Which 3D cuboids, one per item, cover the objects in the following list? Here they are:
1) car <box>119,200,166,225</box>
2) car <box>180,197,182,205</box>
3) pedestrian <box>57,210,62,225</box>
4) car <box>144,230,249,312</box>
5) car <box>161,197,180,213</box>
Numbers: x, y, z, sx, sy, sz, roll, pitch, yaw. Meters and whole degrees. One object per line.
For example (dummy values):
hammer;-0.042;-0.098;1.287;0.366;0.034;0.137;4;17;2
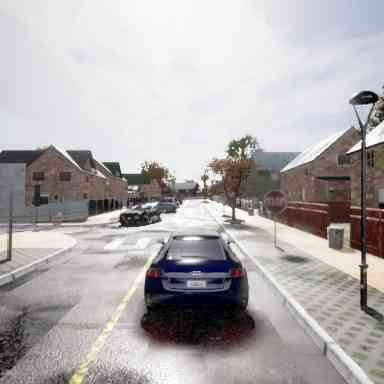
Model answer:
car;-3.902;1.651;25.521;1.994;1.385;4.181;0;1;16
car;-2.844;1.650;49.791;1.837;1.490;4.892;0;1;0
pedestrian;-9.916;1.856;24.845;0.500;1.100;0.500;0;-2;5
car;0.093;1.574;7.798;1.994;1.385;4.181;0;0;0
car;-2.855;1.448;38.019;2.097;1.767;4.553;0;0;0
